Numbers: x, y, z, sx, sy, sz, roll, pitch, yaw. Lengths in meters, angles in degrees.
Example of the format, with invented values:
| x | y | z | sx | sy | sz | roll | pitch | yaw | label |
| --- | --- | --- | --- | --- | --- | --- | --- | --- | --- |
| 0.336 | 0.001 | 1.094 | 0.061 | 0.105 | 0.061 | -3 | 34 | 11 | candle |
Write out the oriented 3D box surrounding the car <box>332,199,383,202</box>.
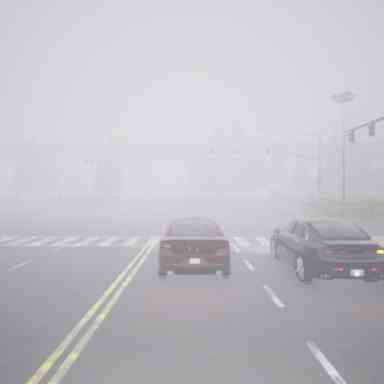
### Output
| x | y | z | sx | sy | sz | roll | pitch | yaw | label |
| --- | --- | --- | --- | --- | --- | --- | --- | --- | --- |
| 18.000 | 1.545 | 36.027 | 4.181 | 1.385 | 1.994 | 0 | 0 | 0 | car |

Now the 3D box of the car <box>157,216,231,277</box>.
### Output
| x | y | z | sx | sy | sz | roll | pitch | yaw | label |
| --- | --- | --- | --- | --- | --- | --- | --- | --- | --- |
| 0.046 | 1.472 | 10.256 | 1.882 | 1.535 | 5.008 | 0 | 0 | 0 | car |

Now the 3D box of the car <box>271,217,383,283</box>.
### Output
| x | y | z | sx | sy | sz | roll | pitch | yaw | label |
| --- | --- | --- | --- | --- | --- | --- | --- | --- | --- |
| 3.605 | 1.500 | 9.616 | 1.837 | 1.490 | 4.892 | 0 | 0 | 1 | car |

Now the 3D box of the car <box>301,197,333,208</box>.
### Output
| x | y | z | sx | sy | sz | roll | pitch | yaw | label |
| --- | --- | --- | --- | --- | --- | --- | --- | --- | --- |
| 16.601 | 1.482 | 43.032 | 4.892 | 1.490 | 1.837 | 0 | 0 | 0 | car |
